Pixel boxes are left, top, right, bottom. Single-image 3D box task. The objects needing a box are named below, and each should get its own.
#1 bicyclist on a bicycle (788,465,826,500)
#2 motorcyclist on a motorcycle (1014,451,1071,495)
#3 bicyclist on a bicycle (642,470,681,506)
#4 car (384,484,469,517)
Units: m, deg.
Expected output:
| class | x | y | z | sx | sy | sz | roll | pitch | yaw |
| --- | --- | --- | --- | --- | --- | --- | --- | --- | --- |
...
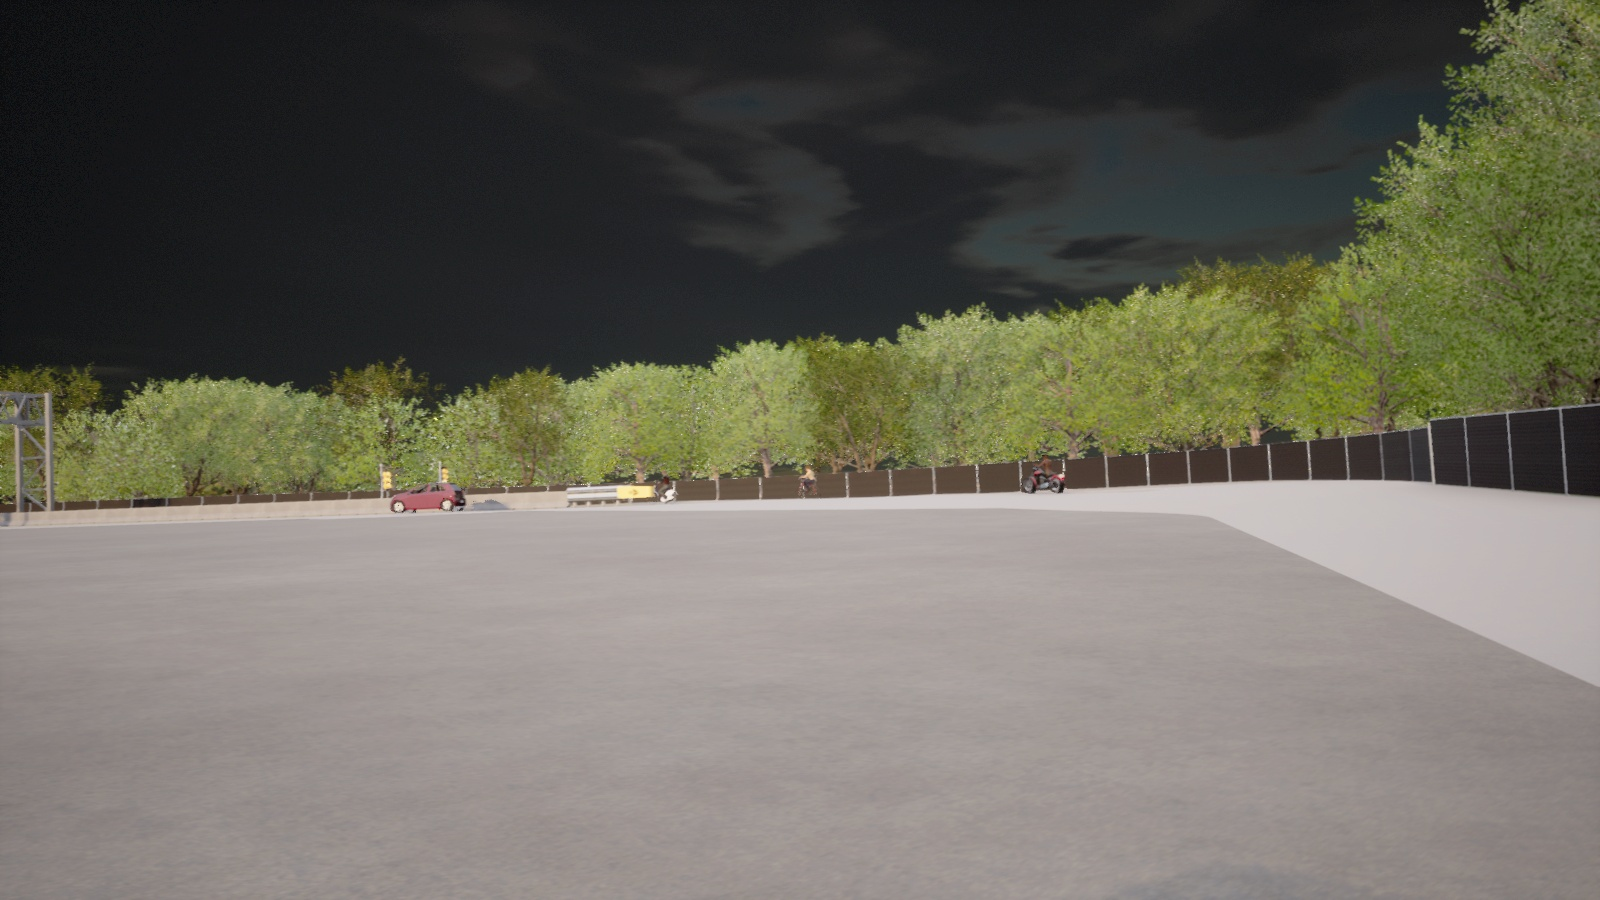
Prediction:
| class | x | y | z | sx | sy | sz | roll | pitch | yaw |
| --- | --- | --- | --- | --- | --- | --- | --- | --- | --- |
| bicyclist on a bicycle | 0.331 | 1.548 | 60.105 | 1.509 | 1.612 | 0.866 | -4 | -1 | 36 |
| motorcyclist on a motorcycle | 9.682 | 0.922 | 50.199 | 0.766 | 1.649 | 2.350 | -2 | -1 | -31 |
| bicyclist on a bicycle | -7.072 | 1.946 | 64.085 | 1.843 | 1.776 | 0.659 | -2 | -2 | 24 |
| car | -18.800 | 2.532 | 63.214 | 3.633 | 1.501 | 1.845 | -3 | -2 | 6 |
